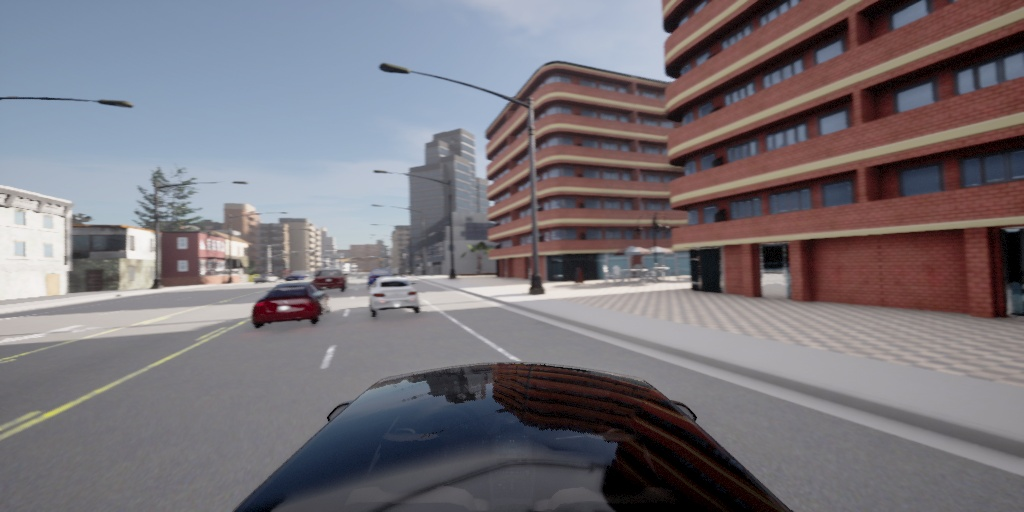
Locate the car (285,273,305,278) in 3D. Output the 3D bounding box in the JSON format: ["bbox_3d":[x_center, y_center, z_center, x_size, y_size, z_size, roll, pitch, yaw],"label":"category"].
[{"bbox_3d":[-31.031,3.099,51.261,1.895,1.301,4.718,-1,-3,-22],"label":"car"}]

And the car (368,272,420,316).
[{"bbox_3d":[-5.025,1.576,15.165,1.812,1.442,4.674,-1,0,-22],"label":"car"}]

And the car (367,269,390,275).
[{"bbox_3d":[-10.822,1.821,29.516,1.882,1.535,5.008,-1,0,-22],"label":"car"}]

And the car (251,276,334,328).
[{"bbox_3d":[-8.121,1.689,13.482,1.994,1.385,4.181,-1,0,-22],"label":"car"}]

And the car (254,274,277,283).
[{"bbox_3d":[-34.249,3.176,49.891,1.895,1.301,4.718,-1,-3,-22],"label":"car"}]

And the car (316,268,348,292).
[{"bbox_3d":[-13.626,1.753,27.087,2.097,1.767,4.553,-1,-1,-22],"label":"car"}]
